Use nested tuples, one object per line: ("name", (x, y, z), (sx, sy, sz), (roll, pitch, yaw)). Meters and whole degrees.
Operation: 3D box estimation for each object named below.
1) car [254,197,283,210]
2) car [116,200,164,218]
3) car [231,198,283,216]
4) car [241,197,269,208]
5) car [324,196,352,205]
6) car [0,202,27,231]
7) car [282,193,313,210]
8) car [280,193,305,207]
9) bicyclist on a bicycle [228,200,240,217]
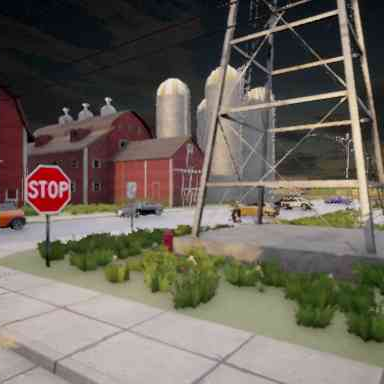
("car", (10.202, 1.504, 44.242), (2.128, 1.511, 4.902), (0, 0, 35))
("car", (-4.508, 1.506, 29.269), (2.128, 1.511, 4.902), (0, 0, 35))
("car", (5.478, 1.515, 29.381), (4.193, 1.474, 1.816), (0, 0, 35))
("car", (9.361, 1.563, 49.314), (2.033, 1.411, 5.357), (0, 0, 35))
("car", (26.532, 1.490, 60.646), (4.611, 1.667, 2.242), (0, 0, 35))
("car", (-11.963, 1.368, 18.777), (2.097, 1.767, 4.553), (0, 0, 39))
("car", (12.710, 1.323, 40.774), (3.866, 1.878, 1.905), (0, 0, 35))
("car", (16.037, 1.234, 52.817), (2.150, 2.045, 5.566), (0, 0, 34))
("bicyclist on a bicycle", (2.597, 1.308, 20.523), (0.582, 1.620, 1.656), (0, 0, -21))
